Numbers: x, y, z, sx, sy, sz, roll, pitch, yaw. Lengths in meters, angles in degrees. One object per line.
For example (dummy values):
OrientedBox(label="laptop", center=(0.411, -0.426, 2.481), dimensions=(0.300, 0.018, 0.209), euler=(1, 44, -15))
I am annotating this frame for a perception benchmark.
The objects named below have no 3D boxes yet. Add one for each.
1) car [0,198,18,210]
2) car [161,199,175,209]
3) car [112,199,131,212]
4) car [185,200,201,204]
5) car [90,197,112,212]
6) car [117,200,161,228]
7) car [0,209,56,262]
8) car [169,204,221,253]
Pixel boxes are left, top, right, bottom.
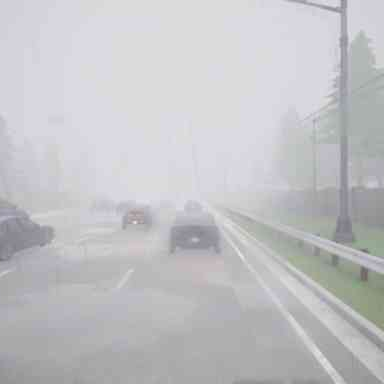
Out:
OrientedBox(label="car", center=(-10.395, 1.251, 16.700), dimensions=(2.150, 2.045, 5.566), euler=(0, 0, 0))
OrientedBox(label="car", center=(-3.392, 1.643, 45.176), dimensions=(1.994, 1.385, 4.181), euler=(0, 0, 0))
OrientedBox(label="car", center=(-6.894, 1.540, 36.267), dimensions=(1.882, 1.535, 5.008), euler=(0, 0, 0))
OrientedBox(label="car", center=(0.111, 1.633, 38.860), dimensions=(1.994, 1.385, 4.181), euler=(0, 0, 0))
OrientedBox(label="car", center=(-10.390, 1.418, 39.062), dimensions=(2.097, 1.767, 4.553), euler=(0, 0, 0))
OrientedBox(label="car", center=(-3.394, 1.545, 22.201), dimensions=(1.837, 1.490, 4.892), euler=(0, 0, 0))
OrientedBox(label="car", center=(-6.898, 1.568, 12.145), dimensions=(2.033, 1.411, 5.357), euler=(0, 0, 0))
OrientedBox(label="car", center=(0.103, 1.502, 13.893), dimensions=(1.882, 1.535, 5.008), euler=(0, 0, 0))
